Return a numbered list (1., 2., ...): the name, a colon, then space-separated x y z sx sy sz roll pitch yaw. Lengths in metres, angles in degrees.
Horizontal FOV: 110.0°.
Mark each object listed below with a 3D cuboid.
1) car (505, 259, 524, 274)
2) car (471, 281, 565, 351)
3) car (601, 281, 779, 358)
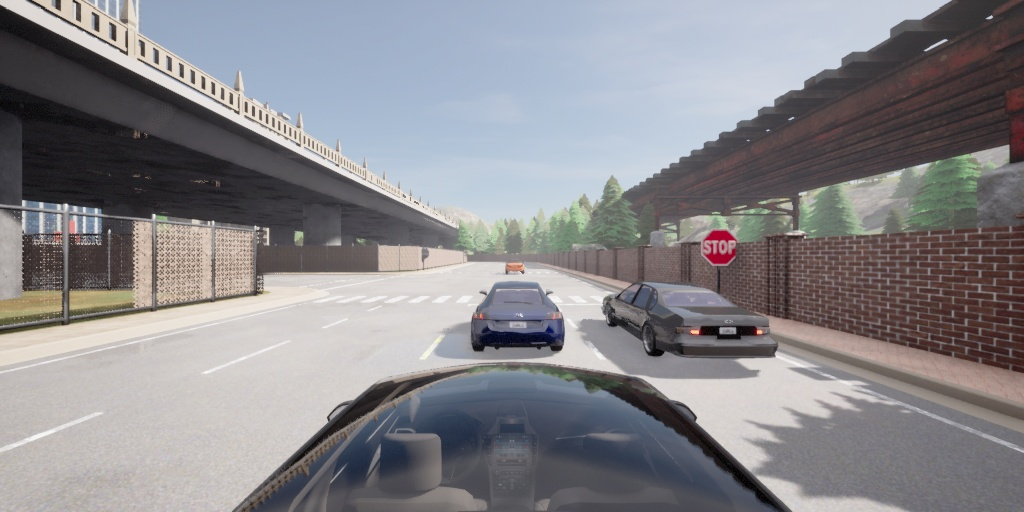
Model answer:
1. car: 0.308 1.102 41.960 2.097 1.767 4.553 0 0 0
2. car: 0.116 1.314 8.993 1.994 1.385 4.181 0 0 0
3. car: 3.615 1.297 8.513 2.033 1.411 5.357 0 0 0
